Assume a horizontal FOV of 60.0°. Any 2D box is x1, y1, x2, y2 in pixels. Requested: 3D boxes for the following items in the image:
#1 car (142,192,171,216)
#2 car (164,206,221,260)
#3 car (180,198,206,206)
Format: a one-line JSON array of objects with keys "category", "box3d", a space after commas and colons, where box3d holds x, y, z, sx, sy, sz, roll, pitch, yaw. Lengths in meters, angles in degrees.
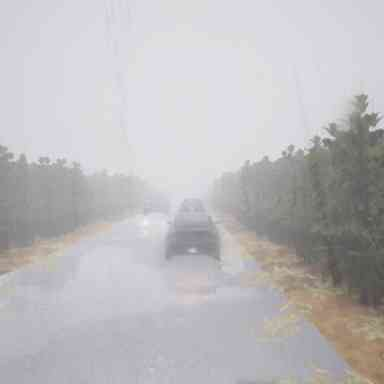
[{"category": "car", "box3d": [-3.137, 1.059, 30.497, 2.150, 2.045, 5.566, 0, 1, 0]}, {"category": "car", "box3d": [0.041, 1.520, 12.587, 1.837, 1.490, 4.892, 0, 1, 1]}, {"category": "car", "box3d": [0.039, 1.235, 27.416, 2.097, 1.767, 4.553, 0, 1, 1]}]
